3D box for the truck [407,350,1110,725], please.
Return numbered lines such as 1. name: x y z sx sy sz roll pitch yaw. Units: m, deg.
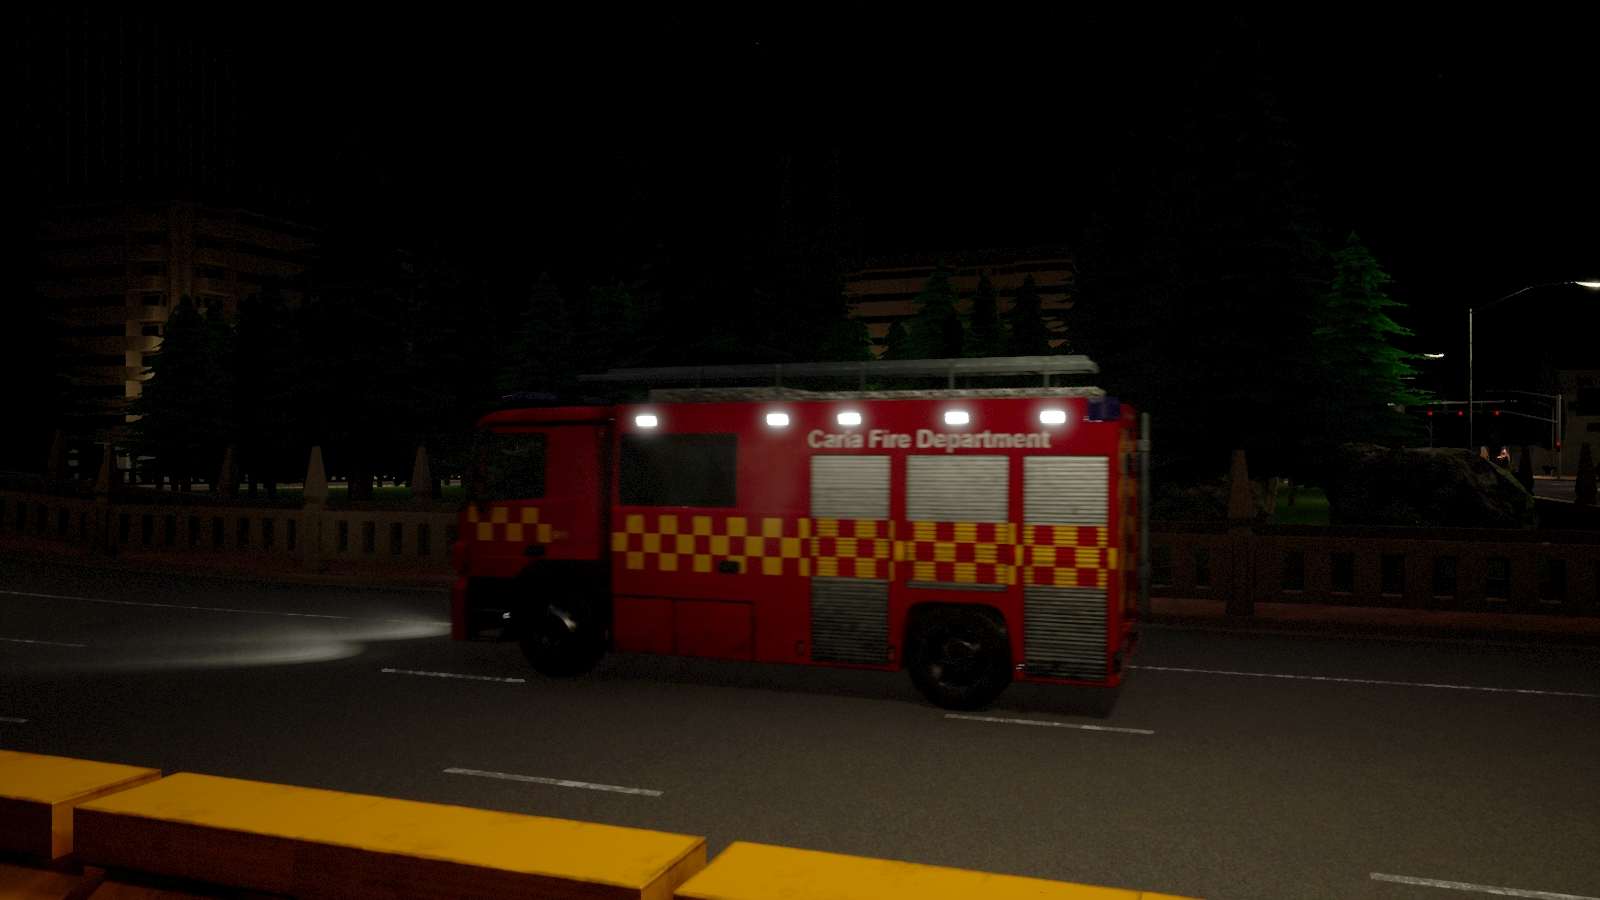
1. truck: -0.578 0.891 14.520 8.468 3.827 2.891 0 0 21
